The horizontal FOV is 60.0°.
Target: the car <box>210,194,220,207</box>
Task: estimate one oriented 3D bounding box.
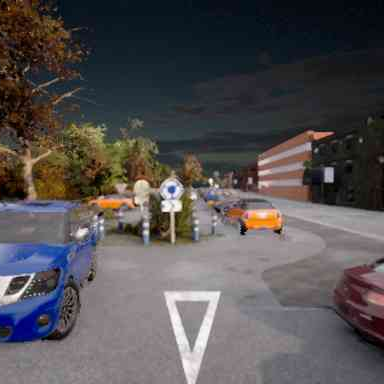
[{"bbox_3d":[4.341,1.189,31.028,4.674,1.452,2.002,0,0,0],"label":"car"}]

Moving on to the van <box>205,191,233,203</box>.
[{"bbox_3d":[4.278,0.783,53.511,4.442,1.987,1.878,0,1,0],"label":"van"}]

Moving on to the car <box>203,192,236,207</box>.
[{"bbox_3d":[4.171,1.112,36.680,5.366,1.575,1.946,0,0,0],"label":"car"}]

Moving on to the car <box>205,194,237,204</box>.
[{"bbox_3d":[4.385,1.069,50.808,4.674,1.452,2.002,0,0,0],"label":"car"}]

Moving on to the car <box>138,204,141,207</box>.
[{"bbox_3d":[-8.218,1.115,36.546,5.008,1.535,2.097,0,0,0],"label":"car"}]

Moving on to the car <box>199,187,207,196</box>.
[{"bbox_3d":[4.414,0.377,76.252,4.553,1.767,2.185,0,1,0],"label":"car"}]

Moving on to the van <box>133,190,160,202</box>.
[{"bbox_3d":[-8.047,0.679,59.273,4.442,1.987,1.878,0,1,0],"label":"van"}]

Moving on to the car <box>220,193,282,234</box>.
[{"bbox_3d":[3.181,1.156,18.287,2.097,1.767,4.553,-1,1,-7],"label":"car"}]

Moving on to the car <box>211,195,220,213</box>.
[{"bbox_3d":[4.308,1.196,28.202,4.792,1.488,2.163,0,0,0],"label":"car"}]

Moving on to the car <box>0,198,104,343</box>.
[{"bbox_3d":[-3.218,1.202,6.635,2.150,2.045,5.566,1,0,-10],"label":"car"}]

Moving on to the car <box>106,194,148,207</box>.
[{"bbox_3d":[-8.215,1.082,42.318,4.892,1.521,2.231,0,0,0],"label":"car"}]

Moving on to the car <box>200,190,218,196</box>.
[{"bbox_3d":[4.506,0.197,90.380,4.792,1.488,2.163,0,1,0],"label":"car"}]

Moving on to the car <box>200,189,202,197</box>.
[{"bbox_3d":[4.388,0.645,64.952,4.553,1.767,2.185,0,1,0],"label":"car"}]

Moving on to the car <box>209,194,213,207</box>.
[{"bbox_3d":[4.347,1.172,33.854,4.674,1.452,2.002,0,0,0],"label":"car"}]

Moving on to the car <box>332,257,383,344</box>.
[{"bbox_3d":[4.523,1.499,4.868,4.674,1.452,2.002,-1,0,0],"label":"car"}]

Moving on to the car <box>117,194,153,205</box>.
[{"bbox_3d":[-8.165,1.076,47.840,4.792,1.488,2.163,0,0,0],"label":"car"}]

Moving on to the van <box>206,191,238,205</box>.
[{"bbox_3d":[4.265,0.820,47.981,4.442,1.987,1.878,0,0,0],"label":"van"}]

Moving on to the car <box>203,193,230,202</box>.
[{"bbox_3d":[4.410,0.944,59.306,4.674,1.452,2.002,0,1,0],"label":"car"}]

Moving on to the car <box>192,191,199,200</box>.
[{"bbox_3d":[0.002,0.882,62.184,1.812,1.442,4.674,0,1,0],"label":"car"}]

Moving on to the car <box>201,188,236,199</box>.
[{"bbox_3d":[4.403,0.812,45.155,5.566,2.045,2.435,0,0,0],"label":"car"}]

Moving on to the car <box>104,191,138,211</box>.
[{"bbox_3d":[-8.198,1.006,33.846,4.553,1.767,2.185,0,0,0],"label":"car"}]

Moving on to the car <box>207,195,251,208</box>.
[{"bbox_3d":[4.368,1.097,39.506,5.008,1.535,2.097,0,0,0],"label":"car"}]
